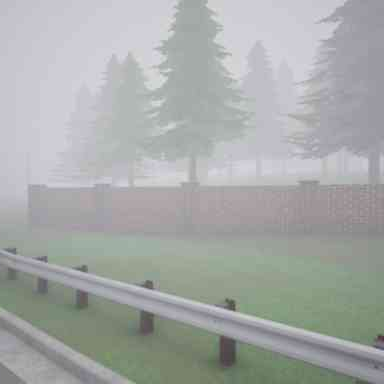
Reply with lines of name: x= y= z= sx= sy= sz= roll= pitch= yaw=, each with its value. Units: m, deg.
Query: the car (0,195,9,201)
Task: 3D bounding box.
car: x=-44.249 y=1.473 z=76.759 sx=2.097 sy=1.767 sz=4.553 roll=0 pitch=0 yaw=-22
